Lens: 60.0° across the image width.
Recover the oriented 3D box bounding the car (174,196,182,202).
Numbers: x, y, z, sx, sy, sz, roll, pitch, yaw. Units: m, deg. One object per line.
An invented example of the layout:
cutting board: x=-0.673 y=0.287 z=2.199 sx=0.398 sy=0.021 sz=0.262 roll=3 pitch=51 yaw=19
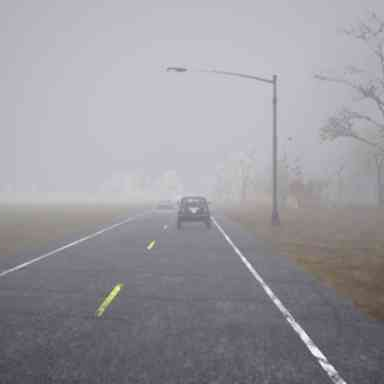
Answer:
car: x=-3.471 y=1.634 z=84.291 sx=1.812 sy=1.442 sz=4.674 roll=0 pitch=0 yaw=0

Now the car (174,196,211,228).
car: x=0.111 y=1.272 z=22.852 sx=2.150 sy=2.045 sz=5.566 roll=0 pitch=0 yaw=0

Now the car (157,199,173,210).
car: x=-3.564 y=1.637 z=45.124 sx=2.033 sy=1.411 sz=5.357 roll=0 pitch=0 yaw=0

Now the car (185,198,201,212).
car: x=0.115 y=1.563 z=42.267 sx=1.882 sy=1.535 sz=5.008 roll=0 pitch=0 yaw=0
